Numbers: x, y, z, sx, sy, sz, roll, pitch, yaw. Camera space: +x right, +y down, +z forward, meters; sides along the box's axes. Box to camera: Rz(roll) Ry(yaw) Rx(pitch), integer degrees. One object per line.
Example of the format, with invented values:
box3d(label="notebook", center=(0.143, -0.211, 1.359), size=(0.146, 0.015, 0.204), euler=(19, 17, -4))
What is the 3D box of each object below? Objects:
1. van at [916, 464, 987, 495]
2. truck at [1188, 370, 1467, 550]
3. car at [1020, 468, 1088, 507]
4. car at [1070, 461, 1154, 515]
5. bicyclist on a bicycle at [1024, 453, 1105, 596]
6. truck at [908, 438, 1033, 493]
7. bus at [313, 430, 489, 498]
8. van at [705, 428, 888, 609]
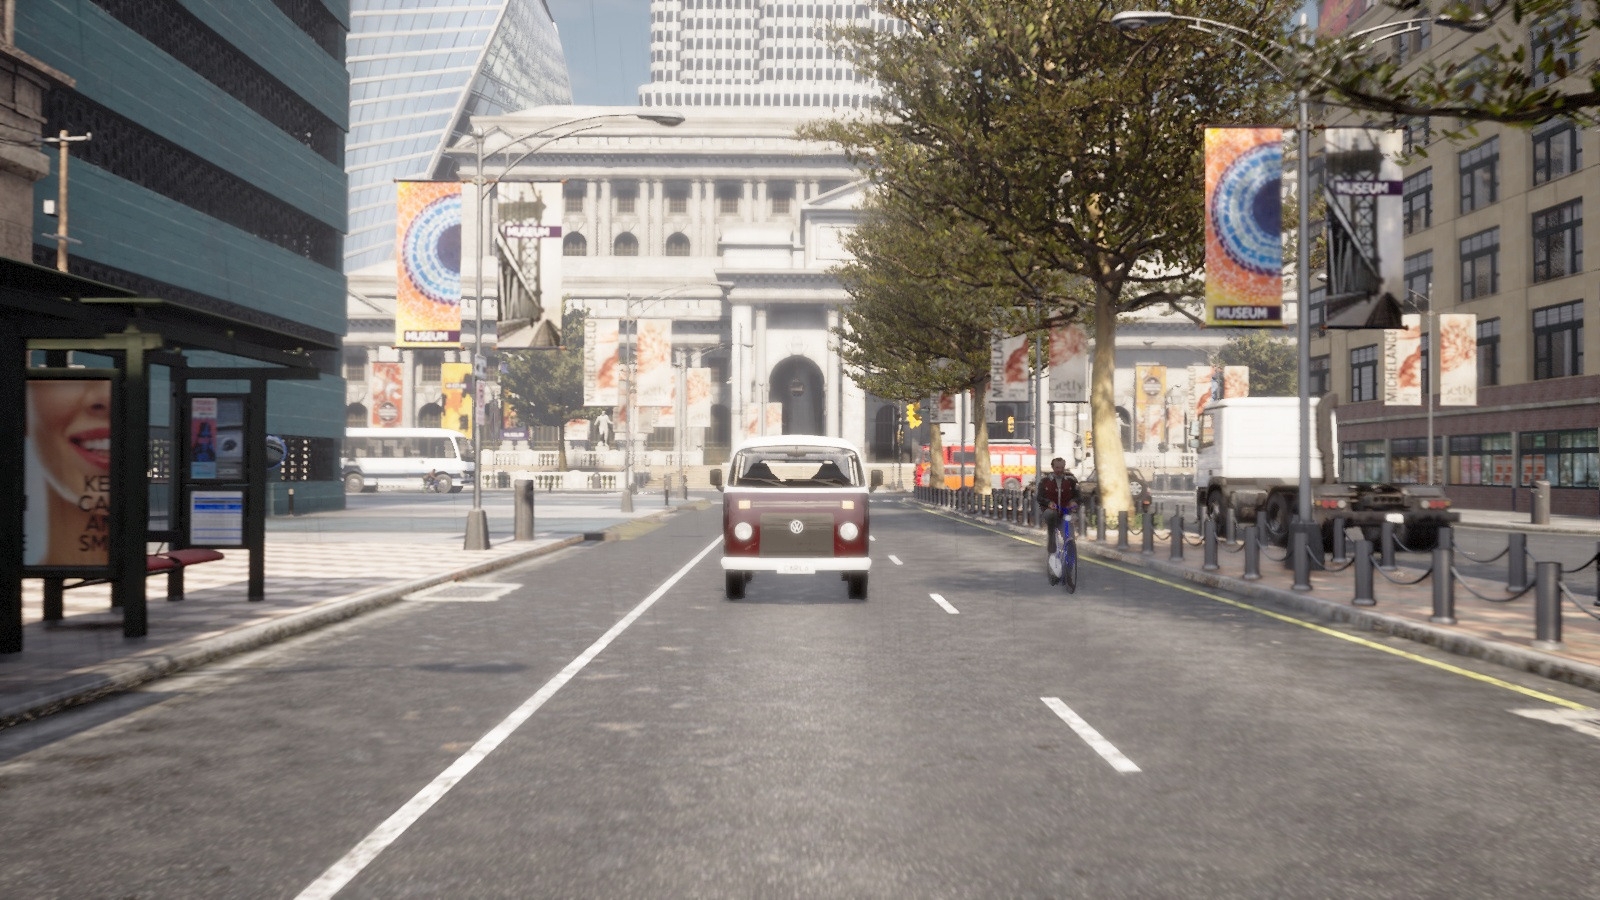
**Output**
box3d(label="van", center=(9.805, 1.890, 81.351), size=(4.442, 1.987, 1.775), euler=(0, -1, -33))
box3d(label="truck", center=(11.427, 0.260, 28.263), size=(2.891, 3.462, 7.936), euler=(0, -1, 0))
box3d(label="car", center=(11.314, 1.640, 56.199), size=(2.033, 1.649, 4.856), euler=(0, -1, 0))
box3d(label="car", center=(11.388, 1.358, 46.136), size=(1.932, 1.855, 4.605), euler=(0, -1, 0))
box3d(label="bicyclist on a bicycle", center=(3.459, 0.949, 16.560), size=(0.659, 1.776, 1.843), euler=(0, -1, 0))
box3d(label="truck", center=(12.007, 1.090, 88.900), size=(8.468, 3.827, 2.891), euler=(0, -1, 0))
box3d(label="bus", center=(-25.891, 0.914, 81.949), size=(10.273, 4.253, 3.944), euler=(0, -1, 0))
box3d(label="van", center=(-0.042, 0.814, 16.486), size=(2.069, 2.038, 4.480), euler=(0, -1, 0))
